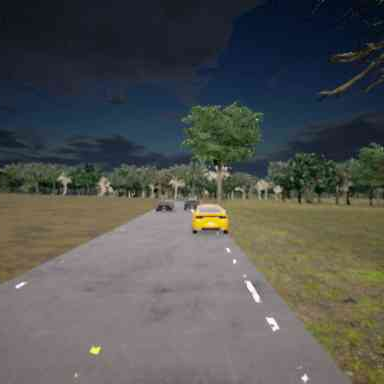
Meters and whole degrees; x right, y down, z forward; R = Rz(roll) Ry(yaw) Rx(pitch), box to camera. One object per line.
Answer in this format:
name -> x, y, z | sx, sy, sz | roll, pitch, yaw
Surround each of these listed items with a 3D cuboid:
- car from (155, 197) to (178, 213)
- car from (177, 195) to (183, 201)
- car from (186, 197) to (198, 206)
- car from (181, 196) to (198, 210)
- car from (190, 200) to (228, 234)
car -> -2.843, 1.504, 35.692 | 1.895, 1.301, 4.718 | 0, 0, 0
car -> -2.747, 1.419, 76.819 | 1.837, 1.490, 4.892 | 0, 0, 0
car -> 0.004, 1.470, 53.309 | 1.895, 1.301, 4.718 | 0, 0, 0
car -> 0.022, 1.392, 39.970 | 1.837, 1.490, 4.892 | 0, 0, 1
car -> 0.963, 1.444, 19.189 | 1.882, 1.535, 5.008 | 0, 0, 0
